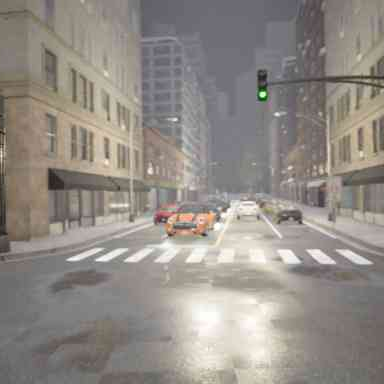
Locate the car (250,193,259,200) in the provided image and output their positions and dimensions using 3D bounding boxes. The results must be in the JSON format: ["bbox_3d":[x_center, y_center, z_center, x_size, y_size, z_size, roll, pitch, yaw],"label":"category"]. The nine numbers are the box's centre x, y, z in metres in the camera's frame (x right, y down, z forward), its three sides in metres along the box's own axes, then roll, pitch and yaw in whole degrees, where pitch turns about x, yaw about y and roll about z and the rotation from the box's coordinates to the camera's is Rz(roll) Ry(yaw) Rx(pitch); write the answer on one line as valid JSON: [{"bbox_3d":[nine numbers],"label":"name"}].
[{"bbox_3d":[16.533,1.091,88.244,2.192,1.841,5.009,0,0,9],"label":"car"}]

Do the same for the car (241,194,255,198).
[{"bbox_3d":[8.339,1.460,51.910,2.128,1.511,4.902,-1,0,9],"label":"car"}]

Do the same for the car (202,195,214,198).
[{"bbox_3d":[1.620,1.531,46.623,1.967,1.590,4.097,0,0,9],"label":"car"}]

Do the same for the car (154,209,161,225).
[{"bbox_3d":[-1.624,1.667,25.172,1.887,1.381,4.507,-1,0,9],"label":"car"}]

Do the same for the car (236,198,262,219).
[{"bbox_3d":[4.903,1.535,29.176,1.812,1.442,4.674,-1,0,9],"label":"car"}]

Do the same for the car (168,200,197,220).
[{"bbox_3d":[-0.813,1.559,30.536,1.967,1.590,4.097,-1,0,9],"label":"car"}]

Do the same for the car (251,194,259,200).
[{"bbox_3d":[15.749,1.328,83.050,1.752,1.417,4.829,0,0,9],"label":"car"}]

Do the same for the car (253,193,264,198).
[{"bbox_3d":[11.669,1.346,56.066,1.967,1.590,4.097,0,0,9],"label":"car"}]

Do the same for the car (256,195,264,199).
[{"bbox_3d":[10.048,1.514,45.343,1.802,1.307,4.206,0,0,9],"label":"car"}]

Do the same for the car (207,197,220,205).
[{"bbox_3d":[4.053,1.600,62.709,2.008,1.369,4.403,0,0,9],"label":"car"}]

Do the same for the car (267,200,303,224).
[{"bbox_3d":[6.803,1.515,23.891,2.008,1.369,4.403,-1,0,9],"label":"car"}]

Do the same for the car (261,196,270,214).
[{"bbox_3d":[8.451,1.478,34.783,1.752,1.417,4.829,-1,0,9],"label":"car"}]

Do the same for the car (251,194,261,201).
[{"bbox_3d":[14.912,1.269,77.518,1.967,1.590,4.097,0,0,9],"label":"car"}]

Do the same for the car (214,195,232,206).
[{"bbox_3d":[4.515,1.562,47.340,1.812,1.442,4.674,-1,0,9],"label":"car"}]

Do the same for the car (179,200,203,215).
[{"bbox_3d":[-0.001,1.656,35.898,1.887,1.381,4.507,-1,0,9],"label":"car"}]

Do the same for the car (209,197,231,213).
[{"bbox_3d":[2.980,1.621,37.186,1.994,1.385,4.181,-1,0,9],"label":"car"}]

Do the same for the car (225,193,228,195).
[{"bbox_3d":[7.295,1.277,84.160,2.192,1.841,5.009,0,0,9],"label":"car"}]

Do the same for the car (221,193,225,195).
[{"bbox_3d":[5.674,1.450,73.435,1.967,1.590,4.097,0,0,9],"label":"car"}]

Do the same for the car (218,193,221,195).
[{"bbox_3d":[3.240,1.380,57.347,2.192,1.841,5.009,0,0,9],"label":"car"}]

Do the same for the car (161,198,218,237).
[{"bbox_3d":[0.029,1.428,18.686,2.097,1.767,4.553,-1,0,11],"label":"car"}]

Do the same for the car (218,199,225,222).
[{"bbox_3d":[1.459,1.576,27.577,1.837,1.490,4.892,-1,0,9],"label":"car"}]
